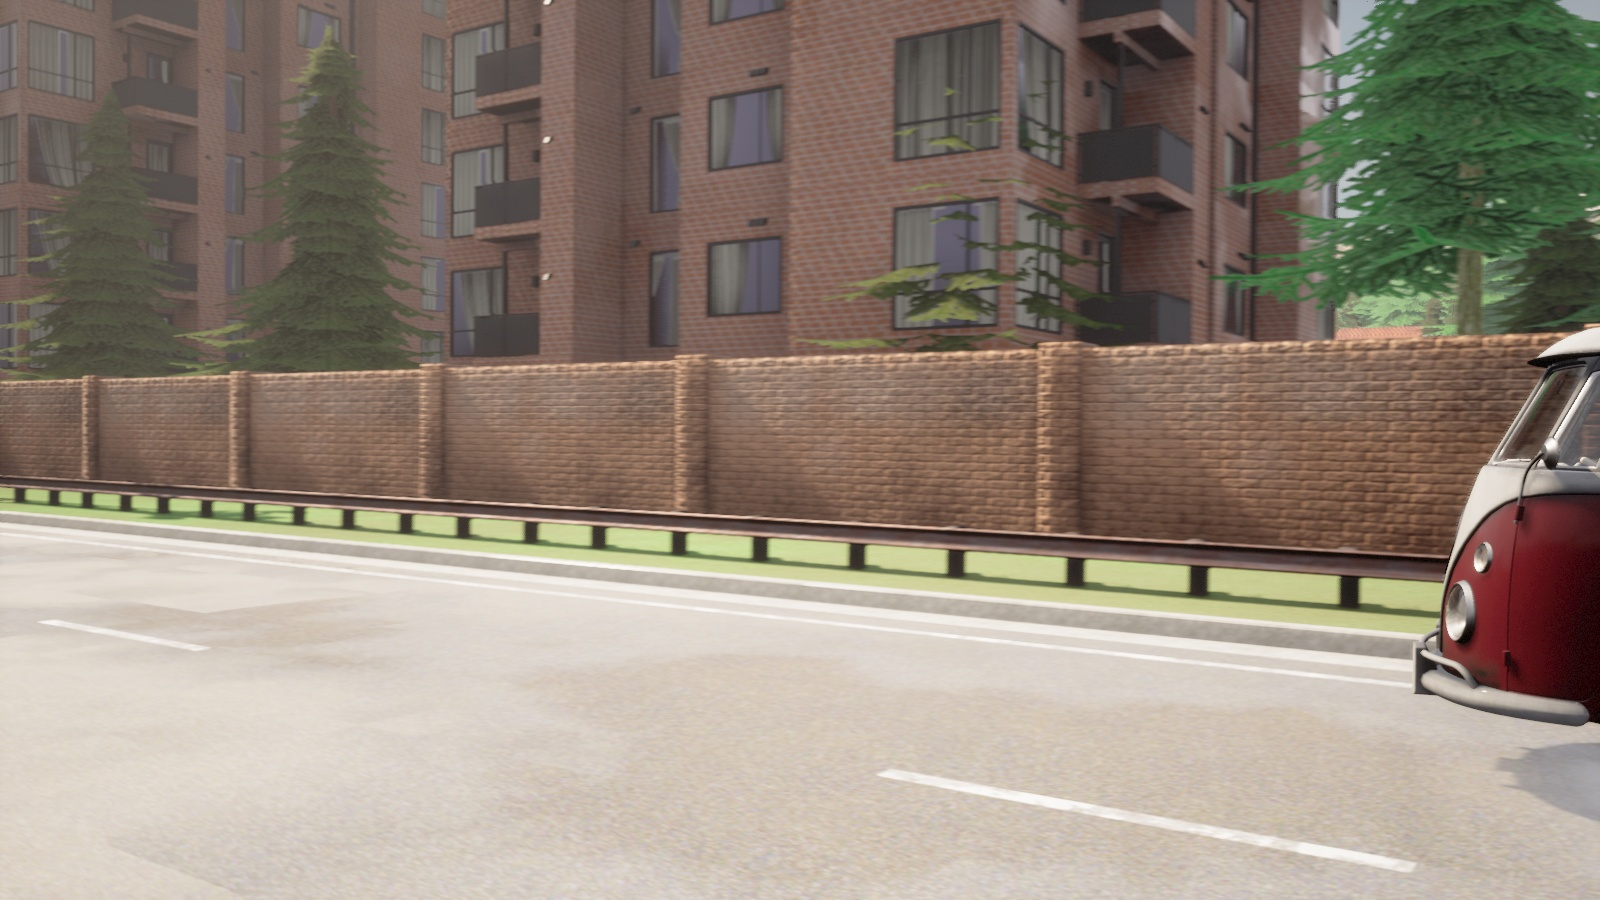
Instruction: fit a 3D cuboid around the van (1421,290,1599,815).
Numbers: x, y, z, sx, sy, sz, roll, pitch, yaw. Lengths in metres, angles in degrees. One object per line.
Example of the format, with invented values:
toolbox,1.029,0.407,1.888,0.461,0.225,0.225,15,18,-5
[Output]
van,4.856,0.377,4.594,4.442,1.987,1.775,0,1,34
